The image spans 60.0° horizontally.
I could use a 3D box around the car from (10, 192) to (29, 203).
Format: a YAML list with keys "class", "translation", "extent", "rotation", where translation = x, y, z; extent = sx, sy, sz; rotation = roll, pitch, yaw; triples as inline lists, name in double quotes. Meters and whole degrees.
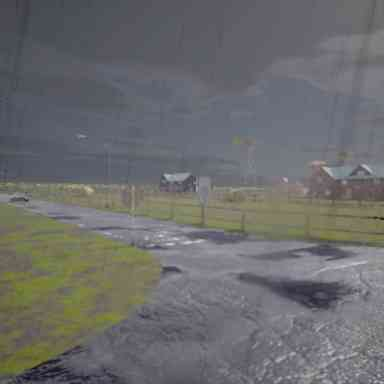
- class: "car"
  translation: [-23.957, 0.751, 46.161]
  extent: [1.994, 1.385, 4.181]
  rotation: [1, 0, -36]
